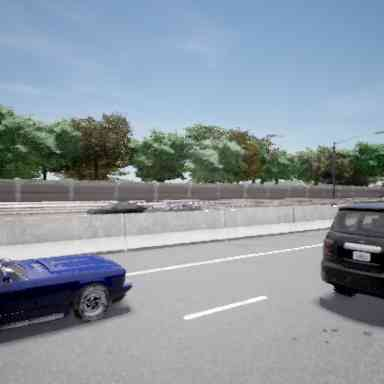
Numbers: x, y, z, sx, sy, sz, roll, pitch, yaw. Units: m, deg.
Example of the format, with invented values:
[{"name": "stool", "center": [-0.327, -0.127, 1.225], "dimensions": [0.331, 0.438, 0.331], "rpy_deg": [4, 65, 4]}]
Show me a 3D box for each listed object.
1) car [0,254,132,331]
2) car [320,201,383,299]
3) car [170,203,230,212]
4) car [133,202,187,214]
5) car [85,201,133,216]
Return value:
[{"name": "car", "center": [-3.470, 1.601, 5.569], "dimensions": [4.718, 1.301, 1.895], "rpy_deg": [0, 0, -35]}, {"name": "car", "center": [5.186, 1.231, 7.439], "dimensions": [5.566, 2.045, 2.150], "rpy_deg": [0, 0, -35]}, {"name": "car", "center": [1.199, 1.618, 21.994], "dimensions": [4.718, 1.301, 1.895], "rpy_deg": [0, 0, -35]}, {"name": "car", "center": [-1.445, 1.507, 24.411], "dimensions": [4.902, 1.511, 2.128], "rpy_deg": [0, 0, -35]}, {"name": "car", "center": [-5.660, 1.489, 25.719], "dimensions": [5.008, 1.535, 1.882], "rpy_deg": [0, 0, -35]}]
